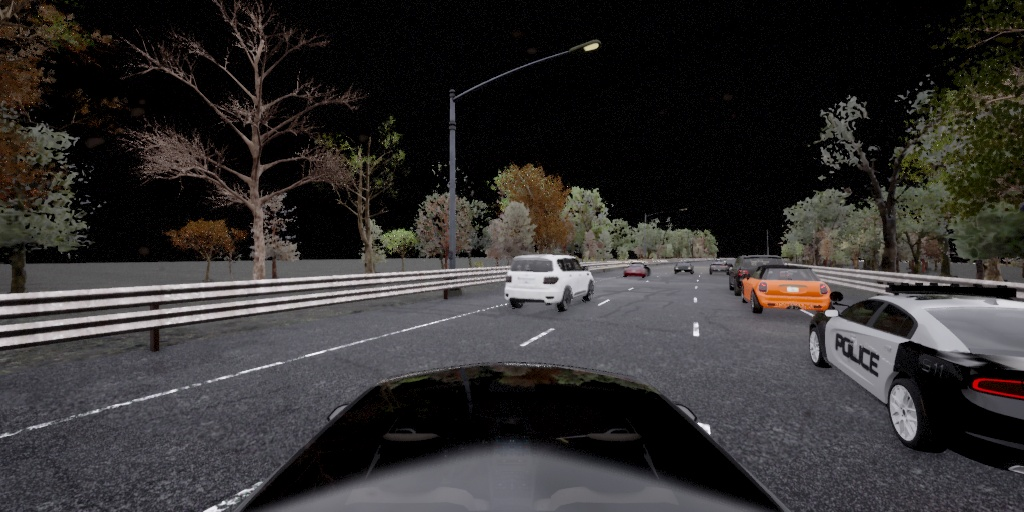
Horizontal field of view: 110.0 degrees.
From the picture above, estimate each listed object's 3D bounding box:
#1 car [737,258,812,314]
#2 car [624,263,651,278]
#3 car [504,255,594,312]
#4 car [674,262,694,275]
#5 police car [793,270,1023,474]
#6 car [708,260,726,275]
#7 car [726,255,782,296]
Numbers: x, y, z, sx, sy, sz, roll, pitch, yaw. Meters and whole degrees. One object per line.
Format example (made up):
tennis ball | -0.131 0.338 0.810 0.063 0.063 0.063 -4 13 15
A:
car | 10.015 1.102 13.438 2.097 1.767 4.553 0 0 27
car | 11.966 1.324 34.130 1.994 1.385 4.181 0 0 28
car | 1.701 0.974 14.589 2.150 2.045 5.566 0 0 27
car | 19.552 1.370 40.661 1.895 1.301 4.718 0 0 29
police car | 5.637 1.175 4.743 1.930 1.638 5.238 0 0 26
car | 22.678 1.261 39.236 2.128 1.511 4.902 0 0 30
car | 12.761 0.978 18.755 2.150 2.045 5.566 0 0 28
